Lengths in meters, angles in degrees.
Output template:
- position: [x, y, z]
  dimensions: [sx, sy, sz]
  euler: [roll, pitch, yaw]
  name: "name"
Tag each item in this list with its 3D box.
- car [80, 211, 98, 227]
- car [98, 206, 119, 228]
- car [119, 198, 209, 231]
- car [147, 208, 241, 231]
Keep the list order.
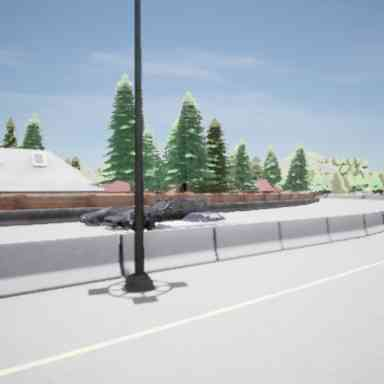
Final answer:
- position: [-6.188, 1.795, 25.648]
  dimensions: [4.674, 1.442, 1.812]
  euler: [0, -1, -39]
  name: "car"
- position: [-3.467, 1.773, 23.331]
  dimensions: [5.357, 1.411, 2.033]
  euler: [0, -1, -39]
  name: "car"
- position: [-1.305, 1.409, 20.586]
  dimensions: [5.566, 2.045, 2.150]
  euler: [0, -1, -39]
  name: "car"
- position: [0.331, 1.745, 17.420]
  dimensions: [4.718, 1.301, 1.895]
  euler: [0, -1, -39]
  name: "car"
